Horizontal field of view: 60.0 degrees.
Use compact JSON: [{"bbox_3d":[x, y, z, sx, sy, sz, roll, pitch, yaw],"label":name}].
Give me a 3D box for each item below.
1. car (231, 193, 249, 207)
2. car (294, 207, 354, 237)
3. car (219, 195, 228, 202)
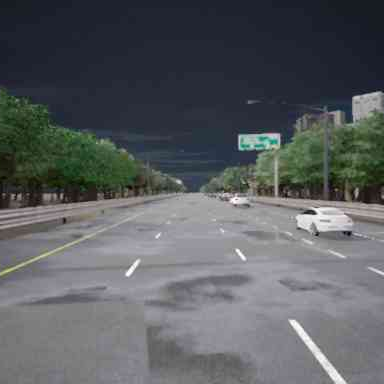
[{"bbox_3d":[7.112,1.196,49.393,2.150,2.045,5.566,0,0,0],"label":"car"},{"bbox_3d":[7.012,1.534,18.026,1.812,1.442,4.674,0,0,0],"label":"car"},{"bbox_3d":[7.222,1.469,76.465,1.812,1.442,4.674,0,0,0],"label":"car"}]
